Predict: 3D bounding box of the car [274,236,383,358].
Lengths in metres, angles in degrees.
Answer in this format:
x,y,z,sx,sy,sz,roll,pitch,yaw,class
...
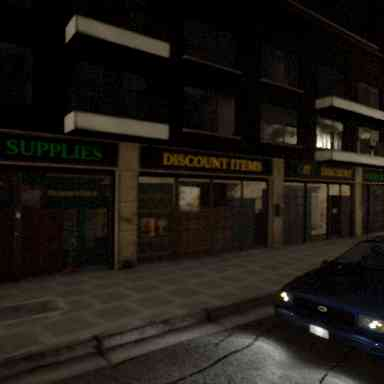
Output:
x,y,z,sx,sy,sz,roll,pitch,yaw,class
3.943,1.570,6.197,5.357,1.411,2.033,0,0,-36,car
